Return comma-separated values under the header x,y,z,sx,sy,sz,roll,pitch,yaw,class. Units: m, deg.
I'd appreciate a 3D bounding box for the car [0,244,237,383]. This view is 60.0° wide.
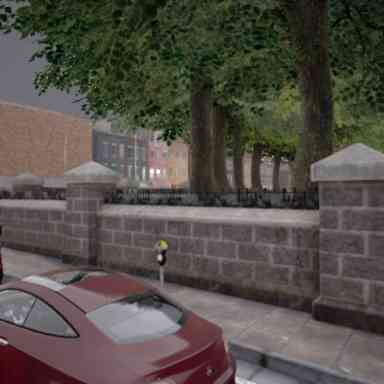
x,y,z,sx,sy,sz,roll,pitch,yaw,class
-1.518,1.554,3.899,4.206,1.307,1.802,1,0,35,car
